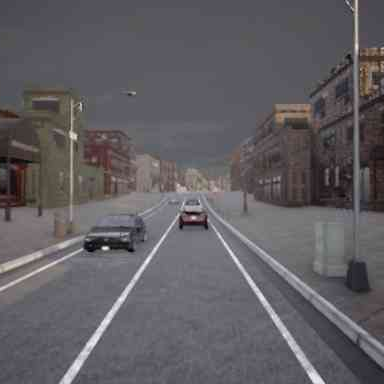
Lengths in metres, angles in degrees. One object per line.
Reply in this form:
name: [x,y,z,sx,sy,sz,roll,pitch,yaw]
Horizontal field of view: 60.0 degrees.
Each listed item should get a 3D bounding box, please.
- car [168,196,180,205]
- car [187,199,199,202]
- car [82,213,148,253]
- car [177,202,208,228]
car: [-3.053,1.396,56.447,2.128,1.511,4.902,0,2,1]
car: [0.097,1.686,41.648,2.033,1.649,4.856,0,1,0]
car: [-3.102,1.661,14.568,2.033,1.411,5.357,0,-1,0]
car: [0.099,1.719,23.769,2.163,1.488,4.792,0,-1,0]
